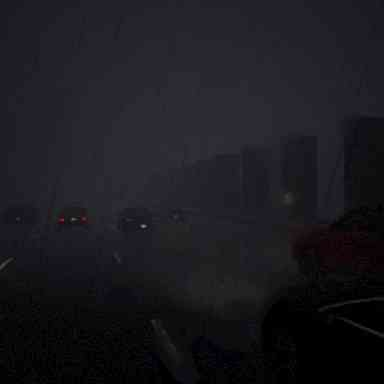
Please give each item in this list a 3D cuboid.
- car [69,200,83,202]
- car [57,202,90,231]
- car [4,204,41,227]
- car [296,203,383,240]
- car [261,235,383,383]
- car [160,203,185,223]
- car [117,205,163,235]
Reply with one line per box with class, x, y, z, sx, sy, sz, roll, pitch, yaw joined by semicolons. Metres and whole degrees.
car;-12.515;1.628;35.873;1.882;1.535;5.008;0;0;-19
car;-7.641;1.638;21.564;2.033;1.411;5.357;0;0;-18
car;-12.190;1.594;24.155;1.882;1.535;5.008;0;0;-18
car;4.550;1.223;7.200;2.150;2.045;5.566;0;0;-19
car;2.394;1.489;2.744;2.128;1.511;4.902;0;0;-19
car;-1.928;1.607;26.551;1.812;1.442;4.674;0;0;-19
car;-3.256;1.592;19.448;1.812;1.442;4.674;0;0;-18
